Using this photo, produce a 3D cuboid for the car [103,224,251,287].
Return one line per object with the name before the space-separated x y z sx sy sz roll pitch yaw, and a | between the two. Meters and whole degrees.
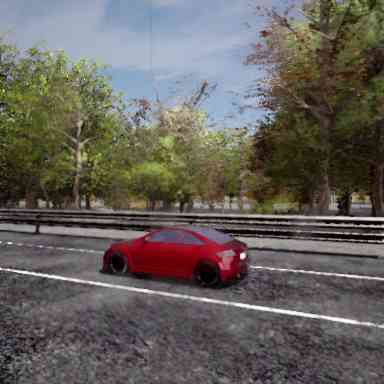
car | -0.475 1.632 9.467 4.181 1.385 1.994 -1 0 27
